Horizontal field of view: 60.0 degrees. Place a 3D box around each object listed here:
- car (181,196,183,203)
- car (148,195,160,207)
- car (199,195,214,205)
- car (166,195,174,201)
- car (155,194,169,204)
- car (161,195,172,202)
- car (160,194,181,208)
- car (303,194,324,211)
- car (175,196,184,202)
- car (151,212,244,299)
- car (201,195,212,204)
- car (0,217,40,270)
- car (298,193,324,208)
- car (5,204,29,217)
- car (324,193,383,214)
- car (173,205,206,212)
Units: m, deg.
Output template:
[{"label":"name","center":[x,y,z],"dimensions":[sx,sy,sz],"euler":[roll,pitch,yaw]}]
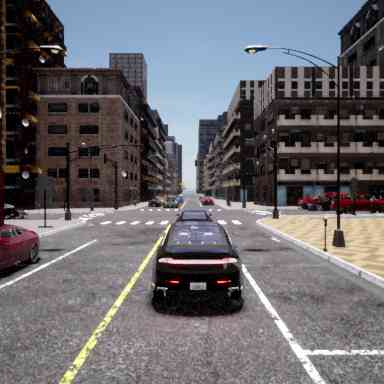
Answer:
[{"label":"car","center":[-3.024,1.620,58.136],"dimensions":[1.895,1.301,4.718],"euler":[0,0,0]},{"label":"car","center":[-5.641,1.581,51.255],"dimensions":[1.947,1.339,4.313],"euler":[0,0,0]},{"label":"car","center":[2.744,1.458,56.932],"dimensions":[1.967,1.590,4.097],"euler":[0,0,0]},{"label":"car","center":[-5.609,1.481,85.351],"dimensions":[1.967,1.590,4.097],"euler":[0,0,0]},{"label":"car","center":[-5.631,1.337,62.620],"dimensions":[2.192,1.841,5.009],"euler":[0,0,0]},{"label":"car","center":[-5.620,1.470,73.985],"dimensions":[1.967,1.590,4.097],"euler":[0,0,0]},{"label":"car","center":[-3.019,1.365,48.203],"dimensions":[2.097,1.767,4.553],"euler":[0,0,0]},{"label":"car","center":[14.601,1.231,34.981],"dimensions":[4.674,1.442,1.812],"euler":[-1,0,0]},{"label":"car","center":[-2.924,1.572,79.072],"dimensions":[2.033,1.411,5.357],"euler":[0,0,0]},{"label":"car","center":[0.110,1.491,8.439],"dimensions":[2.128,1.511,4.902],"euler":[0,0,0]},{"label":"car","center":[2.750,1.462,62.614],"dimensions":[1.967,1.590,4.097],"euler":[0,0,0]},{"label":"car","center":[-5.732,1.582,9.232],"dimensions":[1.802,1.307,4.206],"euler":[0,0,0]},{"label":"car","center":[14.595,1.015,37.552],"dimensions":[5.009,1.841,2.192],"euler":[-1,1,0]},{"label":"car","center":[-18.140,1.806,31.524],"dimensions":[4.902,1.511,2.128],"euler":[-1,0,0]},{"label":"car","center":[14.722,1.029,29.173],"dimensions":[5.009,1.841,2.192],"euler":[-1,1,0]},{"label":"car","center":[0.115,1.565,17.054],"dimensions":[1.994,1.385,4.181],"euler":[0,0,0]}]
